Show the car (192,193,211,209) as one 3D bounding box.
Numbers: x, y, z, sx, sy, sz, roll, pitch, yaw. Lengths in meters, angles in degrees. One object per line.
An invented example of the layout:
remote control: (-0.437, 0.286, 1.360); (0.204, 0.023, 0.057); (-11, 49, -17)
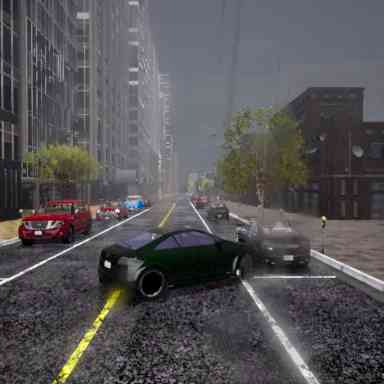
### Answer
car: (1.534, 1.301, 44.367); (2.192, 1.841, 5.009); (-1, 0, -2)

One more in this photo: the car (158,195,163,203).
car: (-7.426, 1.522, 66.287); (1.887, 1.381, 4.507); (-1, 0, -2)

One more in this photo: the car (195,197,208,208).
car: (1.387, 1.509, 50.070); (1.752, 1.417, 4.829); (-1, 0, -2)

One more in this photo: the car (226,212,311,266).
car: (2.547, 1.548, 11.175); (2.008, 1.369, 4.403); (-1, 0, -2)

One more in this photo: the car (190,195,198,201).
car: (0.513, 1.537, 83.095); (1.947, 1.339, 4.313); (-1, 0, -2)

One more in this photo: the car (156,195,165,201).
car: (-7.861, 1.497, 82.715); (1.752, 1.417, 4.829); (-1, 0, -2)

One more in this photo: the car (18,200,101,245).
car: (-6.193, 1.310, 15.761); (2.192, 1.841, 5.009); (-1, 0, -2)

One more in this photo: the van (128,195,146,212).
van: (-6.696, 1.329, 38.622); (1.690, 1.788, 3.998); (-1, 0, -2)

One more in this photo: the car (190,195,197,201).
car: (0.366, 1.551, 88.628); (1.802, 1.307, 4.206); (-1, 0, -2)

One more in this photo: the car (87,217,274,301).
car: (-0.193, 1.557, 8.414); (4.181, 1.385, 1.994); (0, 0, -34)

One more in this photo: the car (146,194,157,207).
car: (-6.989, 1.299, 49.688); (2.192, 1.841, 5.009); (-1, 0, -2)

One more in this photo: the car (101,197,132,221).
car: (-6.394, 1.432, 26.829); (1.967, 1.590, 4.097); (-1, 0, -2)

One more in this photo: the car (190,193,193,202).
car: (0.802, 1.291, 72.030); (2.192, 1.841, 5.009); (-1, 0, -2)

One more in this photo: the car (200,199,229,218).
car: (2.009, 1.543, 27.035); (2.008, 1.369, 4.403); (-1, 0, -2)
